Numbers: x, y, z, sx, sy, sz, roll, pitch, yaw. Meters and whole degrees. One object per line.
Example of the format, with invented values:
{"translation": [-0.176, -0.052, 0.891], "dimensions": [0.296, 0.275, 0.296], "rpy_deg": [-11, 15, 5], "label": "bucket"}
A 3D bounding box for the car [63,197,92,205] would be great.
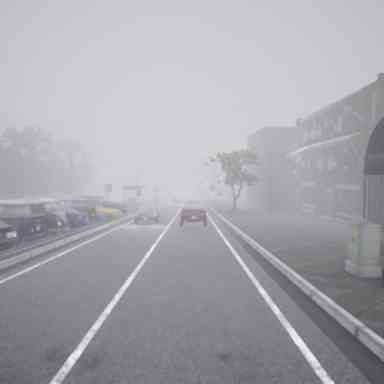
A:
{"translation": [-22.108, 1.667, 64.206], "dimensions": [4.892, 1.521, 2.231], "rpy_deg": [0, 0, 0], "label": "car"}

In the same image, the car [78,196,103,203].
{"translation": [-22.156, 1.711, 72.532], "dimensions": [4.792, 1.488, 2.163], "rpy_deg": [0, 0, 0], "label": "car"}

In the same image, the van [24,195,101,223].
{"translation": [-9.092, 1.385, 23.378], "dimensions": [4.442, 1.987, 1.878], "rpy_deg": [0, 0, 0], "label": "van"}

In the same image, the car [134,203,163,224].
{"translation": [-3.349, 1.646, 26.127], "dimensions": [1.812, 1.442, 4.674], "rpy_deg": [0, 0, 0], "label": "car"}

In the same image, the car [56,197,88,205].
{"translation": [-22.116, 1.661, 61.430], "dimensions": [5.008, 1.535, 2.097], "rpy_deg": [0, 0, 0], "label": "car"}

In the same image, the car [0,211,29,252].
{"translation": [-8.988, 1.617, 12.162], "dimensions": [4.792, 1.488, 2.163], "rpy_deg": [0, 0, 0], "label": "car"}

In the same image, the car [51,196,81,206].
{"translation": [-22.138, 1.532, 58.655], "dimensions": [4.553, 1.767, 2.185], "rpy_deg": [0, 0, 0], "label": "car"}

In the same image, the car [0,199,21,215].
{"translation": [-21.888, 1.626, 36.450], "dimensions": [5.366, 1.575, 1.946], "rpy_deg": [0, 0, 0], "label": "car"}

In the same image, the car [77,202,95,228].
{"translation": [-8.966, 1.608, 20.574], "dimensions": [5.008, 1.535, 2.097], "rpy_deg": [0, 0, 0], "label": "car"}

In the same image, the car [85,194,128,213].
{"translation": [-8.959, 1.370, 31.788], "dimensions": [5.566, 2.045, 2.435], "rpy_deg": [0, 0, 0], "label": "car"}

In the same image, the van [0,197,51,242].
{"translation": [-9.080, 1.370, 14.966], "dimensions": [4.442, 1.987, 1.878], "rpy_deg": [0, 0, 0], "label": "van"}

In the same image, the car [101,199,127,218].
{"translation": [-8.798, 1.615, 28.984], "dimensions": [5.366, 1.575, 1.946], "rpy_deg": [0, 0, 0], "label": "car"}

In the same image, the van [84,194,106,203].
{"translation": [-22.013, 1.461, 75.306], "dimensions": [4.442, 1.987, 1.878], "rpy_deg": [0, 0, 0], "label": "van"}

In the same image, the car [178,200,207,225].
{"translation": [0.099, 1.595, 24.914], "dimensions": [1.882, 1.535, 5.008], "rpy_deg": [0, -1, 0], "label": "car"}

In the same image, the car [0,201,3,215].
{"translation": [-22.099, 1.655, 33.674], "dimensions": [4.792, 1.488, 2.163], "rpy_deg": [0, 0, 0], "label": "car"}

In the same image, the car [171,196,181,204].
{"translation": [-3.255, 1.592, 67.356], "dimensions": [2.033, 1.411, 5.357], "rpy_deg": [0, 1, 0], "label": "car"}

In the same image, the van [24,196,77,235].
{"translation": [-8.851, 1.378, 17.768], "dimensions": [4.442, 1.987, 1.878], "rpy_deg": [0, 0, 0], "label": "van"}

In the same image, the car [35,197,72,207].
{"translation": [-22.093, 1.649, 53.104], "dimensions": [5.008, 1.535, 2.097], "rpy_deg": [0, 0, 0], "label": "car"}

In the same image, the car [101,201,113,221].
{"translation": [-8.982, 1.655, 26.181], "dimensions": [4.674, 1.452, 2.002], "rpy_deg": [0, 0, 0], "label": "car"}

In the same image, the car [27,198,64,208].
{"translation": [-22.091, 1.685, 50.326], "dimensions": [4.674, 1.452, 2.002], "rpy_deg": [0, 0, 0], "label": "car"}

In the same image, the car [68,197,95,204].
{"translation": [-22.147, 1.701, 66.980], "dimensions": [4.792, 1.488, 2.163], "rpy_deg": [0, 0, 0], "label": "car"}

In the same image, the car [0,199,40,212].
{"translation": [-22.053, 1.665, 42.001], "dimensions": [4.792, 1.488, 2.163], "rpy_deg": [0, 0, 0], "label": "car"}

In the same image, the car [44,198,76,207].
{"translation": [-22.100, 1.693, 55.879], "dimensions": [4.674, 1.452, 2.002], "rpy_deg": [0, 0, 0], "label": "car"}

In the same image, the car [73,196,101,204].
{"translation": [-21.936, 1.673, 69.755], "dimensions": [5.366, 1.575, 1.946], "rpy_deg": [0, 0, 0], "label": "car"}
